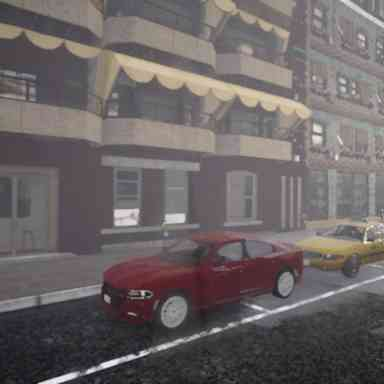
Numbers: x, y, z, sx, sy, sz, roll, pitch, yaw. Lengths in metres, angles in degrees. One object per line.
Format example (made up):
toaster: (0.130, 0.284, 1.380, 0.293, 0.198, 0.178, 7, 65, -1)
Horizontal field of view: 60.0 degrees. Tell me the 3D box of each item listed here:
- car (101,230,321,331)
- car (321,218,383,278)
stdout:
car: (0.423, 1.527, 6.848, 4.507, 1.381, 1.887, 0, 1, -35)
car: (4.885, 1.484, 10.029, 4.829, 1.417, 1.752, 0, 1, -35)
